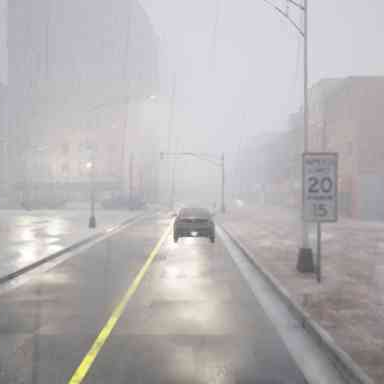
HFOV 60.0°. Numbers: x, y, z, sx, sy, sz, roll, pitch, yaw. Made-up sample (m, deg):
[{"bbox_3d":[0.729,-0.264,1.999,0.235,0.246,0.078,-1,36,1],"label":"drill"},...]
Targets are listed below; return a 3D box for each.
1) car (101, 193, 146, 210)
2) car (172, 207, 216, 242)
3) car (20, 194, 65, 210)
[{"bbox_3d":[-8.453,1.179,41.215,5.566,2.045,2.150,0,0,9],"label":"car"},{"bbox_3d":[0.090,1.473,16.201,1.837,1.490,4.892,0,0,0],"label":"car"},{"bbox_3d":[-19.210,1.231,42.964,5.566,2.045,2.150,0,0,9],"label":"car"}]
